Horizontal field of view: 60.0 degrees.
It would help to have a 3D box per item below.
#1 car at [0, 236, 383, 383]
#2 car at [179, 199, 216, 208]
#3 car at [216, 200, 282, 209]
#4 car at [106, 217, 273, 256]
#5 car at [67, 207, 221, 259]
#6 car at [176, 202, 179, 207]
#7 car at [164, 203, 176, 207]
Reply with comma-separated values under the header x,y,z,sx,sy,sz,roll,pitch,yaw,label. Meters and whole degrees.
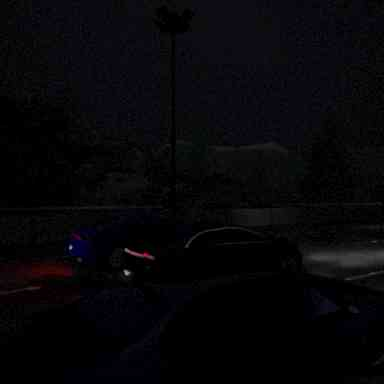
x,y,z,sx,sy,sz,roll,pitch,yaw,label
0.467,1.541,3.977,5.357,1.411,2.033,0,0,-34,car
1.757,1.450,29.405,4.902,1.511,2.128,0,0,-28,car
4.956,1.516,27.196,5.357,1.411,2.033,0,0,-27,car
0.671,1.480,8.242,4.902,1.511,2.128,0,0,-33,car
-1.460,1.458,11.035,5.008,1.535,1.882,0,0,-33,car
1.323,1.430,33.139,5.008,1.535,1.882,0,0,-28,car
-0.370,1.492,36.244,5.357,1.411,2.033,0,0,-28,car
